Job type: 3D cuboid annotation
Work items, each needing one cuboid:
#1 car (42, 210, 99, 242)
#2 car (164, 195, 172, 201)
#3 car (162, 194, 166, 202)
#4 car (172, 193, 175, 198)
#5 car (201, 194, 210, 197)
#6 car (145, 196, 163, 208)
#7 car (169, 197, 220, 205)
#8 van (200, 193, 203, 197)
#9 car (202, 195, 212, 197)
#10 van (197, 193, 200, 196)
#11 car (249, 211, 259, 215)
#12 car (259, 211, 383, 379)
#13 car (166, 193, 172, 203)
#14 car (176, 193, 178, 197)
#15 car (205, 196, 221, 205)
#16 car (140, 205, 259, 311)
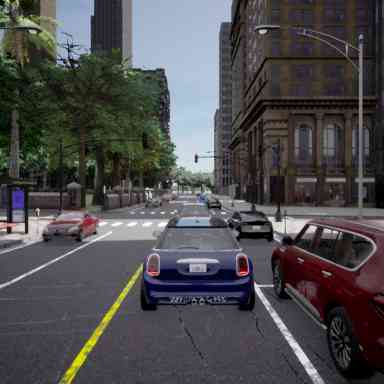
[{"bbox_3d":[-5.764,1.578,16.308,1.802,1.307,4.206,0,0,0],"label":"car"},{"bbox_3d":[-5.757,1.467,80.520,1.752,1.417,4.829,0,0,0],"label":"car"},{"bbox_3d":[-5.760,1.414,53.587,1.967,1.590,4.097,0,0,0],"label":"car"},{"bbox_3d":[-5.758,1.264,75.269,2.192,1.841,5.009,0,0,0],"label":"car"},{"bbox_3d":[2.765,1.499,53.737,1.752,1.417,4.829,0,0,0],"label":"car"},{"bbox_3d":[-5.761,1.529,48.168,2.008,1.369,4.403,0,0,0],"label":"car"},{"bbox_3d":[0.103,1.348,17.473,2.097,1.767,4.553,0,0,0],"label":"car"},{"bbox_3d":[2.765,1.310,58.987,1.690,1.788,3.998,0,0,0],"label":"van"},{"bbox_3d":[2.765,1.544,48.147,1.947,1.339,4.313,0,0,0],"label":"car"},{"bbox_3d":[2.768,1.282,80.669,1.690,1.788,3.998,0,0,0],"label":"van"},{"bbox_3d":[2.761,1.562,16.290,1.947,1.339,4.313,0,0,0],"label":"car"},{"bbox_3d":[2.759,1.314,5.439,2.192,1.841,5.009,0,0,0],"label":"car"},{"bbox_3d":[-5.758,1.396,69.849,1.967,1.590,4.097,0,0,0],"label":"car"},{"bbox_3d":[-5.756,1.239,91.530,2.192,1.841,5.009,0,0,0],"label":"car"},{"bbox_3d":[2.764,1.548,42.726,1.947,1.339,4.313,0,0,0],"label":"car"},{"bbox_3d":[0.104,1.351,7.939,2.097,1.767,4.553,0,0,0],"label":"car"}]
